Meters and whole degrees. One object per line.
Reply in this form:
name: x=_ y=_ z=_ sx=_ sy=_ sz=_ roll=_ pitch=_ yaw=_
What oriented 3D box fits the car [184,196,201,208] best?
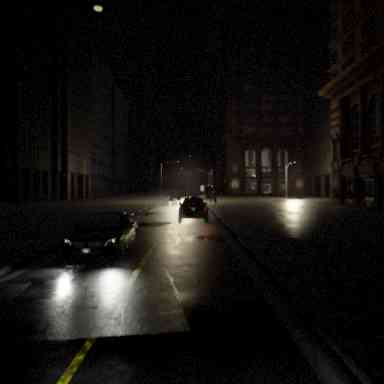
car: x=0.088 y=1.224 z=41.377 sx=1.994 sy=1.385 sz=4.181 roll=0 pitch=1 yaw=0

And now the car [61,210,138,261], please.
car: x=-3.103 y=1.432 z=12.068 sx=1.812 sy=1.442 sz=4.674 roll=0 pitch=1 yaw=0

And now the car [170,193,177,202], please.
car: x=-3.013 y=1.000 z=60.573 sx=1.812 sy=1.442 sz=4.674 roll=0 pitch=0 yaw=0

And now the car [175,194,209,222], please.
car: x=0.085 y=1.158 z=24.289 sx=2.097 sy=1.767 sz=4.553 roll=0 pitch=0 yaw=0
